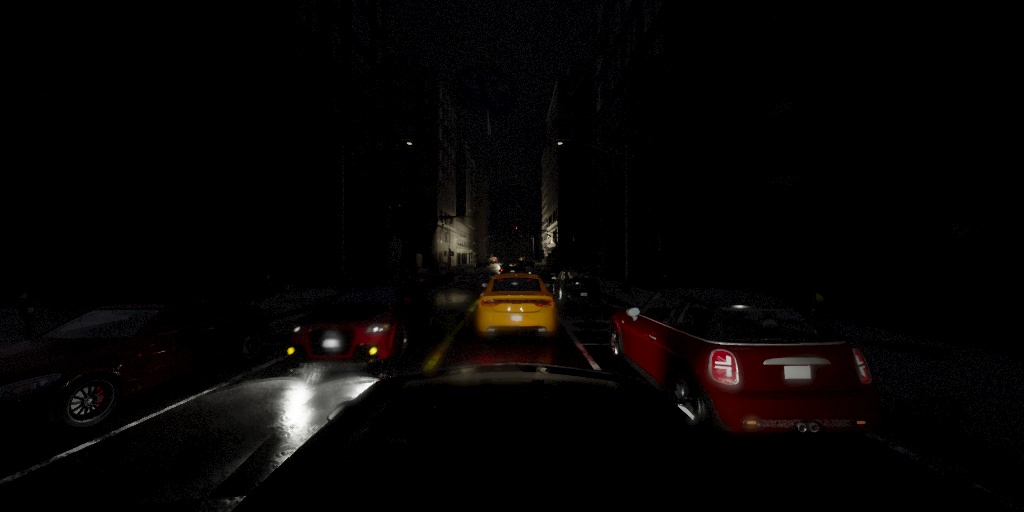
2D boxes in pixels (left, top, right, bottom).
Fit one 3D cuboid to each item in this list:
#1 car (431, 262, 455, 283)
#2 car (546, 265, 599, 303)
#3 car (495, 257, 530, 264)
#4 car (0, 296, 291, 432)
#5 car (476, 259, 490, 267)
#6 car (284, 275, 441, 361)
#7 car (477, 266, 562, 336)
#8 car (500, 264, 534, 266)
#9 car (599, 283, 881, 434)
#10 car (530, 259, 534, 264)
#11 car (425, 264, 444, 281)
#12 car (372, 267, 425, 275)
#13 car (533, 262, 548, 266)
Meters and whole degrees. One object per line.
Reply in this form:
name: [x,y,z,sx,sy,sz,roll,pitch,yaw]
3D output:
car: [-5.619,1.192,27.548,1.967,1.591,4.097,0,0,0]
car: [2.885,1.301,16.529,2.007,1.370,4.403,0,0,0]
car: [0.080,1.105,28.135,2.097,1.767,4.553,0,0,1]
car: [-5.661,1.332,5.543,1.802,1.307,4.207,0,0,0]
car: [-5.513,1.374,64.650,1.802,1.307,4.207,0,0,0]
car: [-3.086,1.314,8.128,1.994,1.385,4.181,0,0,0]
car: [0.114,1.228,10.414,1.882,1.535,5.008,0,0,0]
car: [0.135,1.315,19.403,1.994,1.385,4.181,0,0,0]
car: [2.864,1.190,5.526,1.967,1.591,4.097,0,0,0]
car: [3.012,1.232,64.621,1.967,1.591,4.097,0,0,0]
car: [-5.630,1.333,22.047,1.802,1.307,4.207,0,0,0]
car: [-5.640,1.316,16.546,1.948,1.339,4.313,0,0,0]
car: [2.906,1.318,27.532,1.948,1.339,4.313,0,0,0]
